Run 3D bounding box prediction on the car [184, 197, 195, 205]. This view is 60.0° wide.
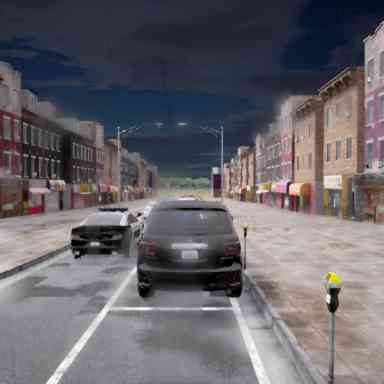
[{"bbox_3d":[-0.397,1.562,58.737,1.802,1.307,4.206,-1,0,0],"label":"car"}]

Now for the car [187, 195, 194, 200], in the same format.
[{"bbox_3d":[-0.397,1.541,91.932,1.947,1.339,4.313,-1,0,0],"label":"car"}]

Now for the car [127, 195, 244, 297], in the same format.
[{"bbox_3d":[-0.039,1.224,8.682,2.150,2.045,5.566,0,0,0],"label":"car"}]

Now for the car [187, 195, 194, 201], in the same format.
[{"bbox_3d":[-0.398,1.541,86.399,1.947,1.339,4.313,-1,0,0],"label":"car"}]

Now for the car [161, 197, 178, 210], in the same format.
[{"bbox_3d":[-2.930,1.462,43.534,1.882,1.535,5.008,0,0,0],"label":"car"}]

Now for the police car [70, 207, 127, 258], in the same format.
[{"bbox_3d":[-3.020,1.420,12.921,1.930,1.638,5.238,0,0,0],"label":"police car"}]

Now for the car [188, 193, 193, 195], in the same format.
[{"bbox_3d":[-0.404,1.302,36.607,2.192,1.841,5.009,-1,0,0],"label":"car"}]

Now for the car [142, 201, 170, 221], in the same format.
[{"bbox_3d":[-2.933,1.515,27.674,1.812,1.442,4.674,0,0,0],"label":"car"}]

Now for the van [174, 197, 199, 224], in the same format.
[{"bbox_3d":[-0.403,1.331,25.542,1.690,1.788,3.998,-1,0,0],"label":"van"}]
